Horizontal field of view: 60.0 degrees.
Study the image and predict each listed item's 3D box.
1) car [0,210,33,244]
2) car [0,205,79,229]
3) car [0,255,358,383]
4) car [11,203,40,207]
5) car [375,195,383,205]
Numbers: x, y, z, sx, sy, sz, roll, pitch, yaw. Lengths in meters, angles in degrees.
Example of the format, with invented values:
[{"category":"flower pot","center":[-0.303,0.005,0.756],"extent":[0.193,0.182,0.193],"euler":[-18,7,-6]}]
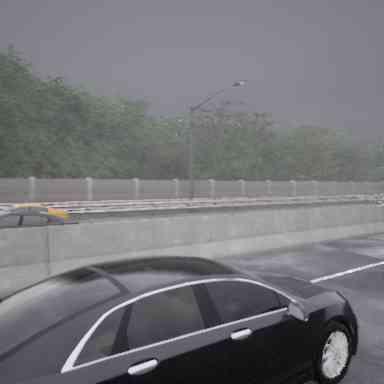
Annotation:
[{"category":"car","center":[-9.604,1.575,14.328],"extent":[4.718,1.301,1.895],"euler":[-1,0,-35]},{"category":"car","center":[-6.652,1.445,12.129],"extent":[5.008,1.535,1.882],"euler":[-1,0,-35]},{"category":"car","center":[-0.092,1.485,3.671],"extent":[4.892,1.490,1.837],"euler":[-1,1,-35]},{"category":"car","center":[-9.541,1.422,18.651],"extent":[5.008,1.535,1.882],"euler":[-1,0,-35]},{"category":"car","center":[25.284,1.055,42.407],"extent":[4.892,1.490,1.837],"euler":[-1,1,-33]}]
